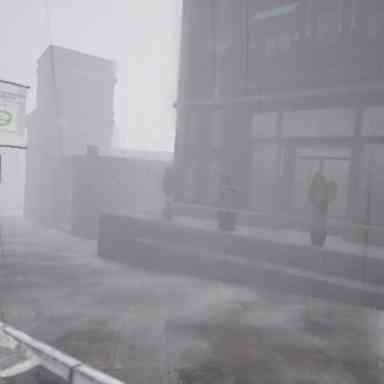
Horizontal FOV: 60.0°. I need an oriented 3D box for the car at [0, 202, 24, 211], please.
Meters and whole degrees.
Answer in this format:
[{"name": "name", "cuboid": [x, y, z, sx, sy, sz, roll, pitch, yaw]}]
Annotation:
[{"name": "car", "cuboid": [-28.604, 2.266, 53.465, 1.895, 1.301, 4.718, 4, -1, 11]}]
